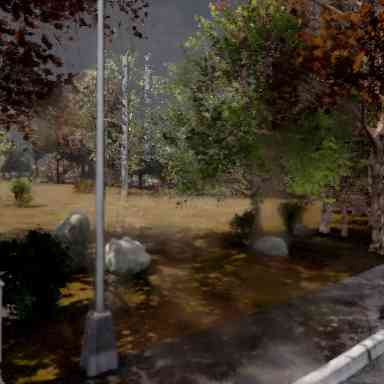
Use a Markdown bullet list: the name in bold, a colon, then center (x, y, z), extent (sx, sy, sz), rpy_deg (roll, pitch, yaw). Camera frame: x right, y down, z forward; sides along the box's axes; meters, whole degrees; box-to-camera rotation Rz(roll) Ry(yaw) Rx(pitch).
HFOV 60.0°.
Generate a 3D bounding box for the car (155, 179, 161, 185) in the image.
- **car**: center (-7.185, -2.473, 91.839), extent (2.163, 1.488, 4.792), rpy_deg (4, 1, 26)

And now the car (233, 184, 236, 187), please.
- **car**: center (10.351, -1.220, 83.573), extent (1.946, 1.575, 5.366), rpy_deg (5, 2, 26)

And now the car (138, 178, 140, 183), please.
- **car**: center (-12.153, -2.862, 94.288), extent (2.231, 1.521, 4.892), rpy_deg (4, 1, 26)

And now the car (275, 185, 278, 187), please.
- **car**: center (23.501, -0.761, 91.559), extent (2.435, 2.045, 5.566), rpy_deg (5, 2, 26)

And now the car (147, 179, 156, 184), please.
- **car**: center (-9.744, -2.687, 92.907), extent (1.946, 1.575, 5.366), rpy_deg (4, 1, 26)
